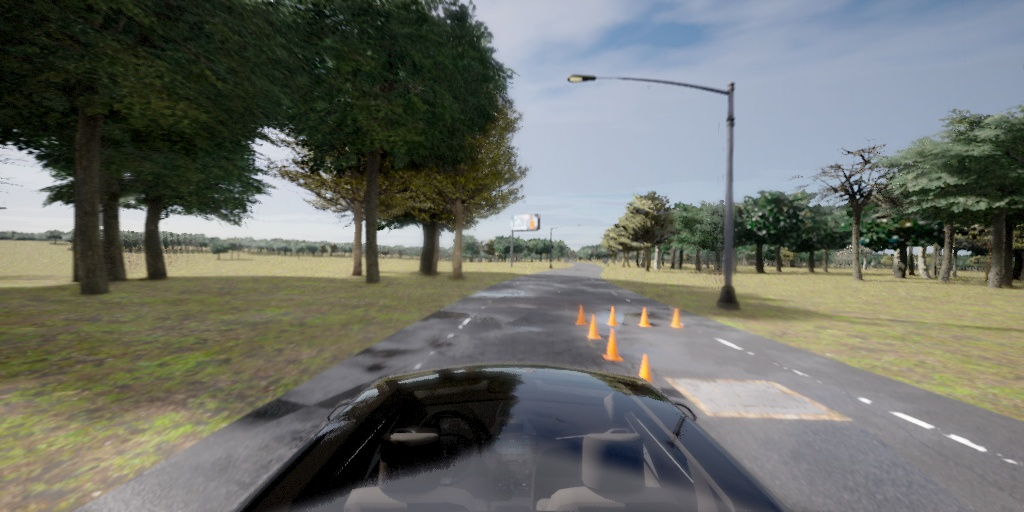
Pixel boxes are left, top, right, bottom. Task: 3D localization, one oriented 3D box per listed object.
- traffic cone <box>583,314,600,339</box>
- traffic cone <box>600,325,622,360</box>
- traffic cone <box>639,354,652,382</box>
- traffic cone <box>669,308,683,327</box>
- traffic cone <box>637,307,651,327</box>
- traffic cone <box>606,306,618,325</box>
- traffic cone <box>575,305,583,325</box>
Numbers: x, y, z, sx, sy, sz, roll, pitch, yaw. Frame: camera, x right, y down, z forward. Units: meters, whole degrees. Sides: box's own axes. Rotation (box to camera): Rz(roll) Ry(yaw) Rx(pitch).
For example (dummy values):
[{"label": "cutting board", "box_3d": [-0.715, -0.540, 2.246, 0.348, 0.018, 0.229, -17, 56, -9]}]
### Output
[{"label": "traffic cone", "box_3d": [2.139, 1.845, 9.440, 0.340, 0.580, 0.340, 0, 0, 2]}, {"label": "traffic cone", "box_3d": [2.078, 1.819, 7.442, 0.340, 0.580, 0.340, 0, 0, 2]}, {"label": "traffic cone", "box_3d": [2.017, 1.794, 5.443, 0.340, 0.580, 0.340, 0, 0, 2]}, {"label": "traffic cone", "box_3d": [5.198, 1.937, 11.346, 0.340, 0.580, 0.340, 0, 0, 2]}, {"label": "traffic cone", "box_3d": [4.199, 1.915, 11.377, 0.340, 0.580, 0.340, 0, 0, 2]}, {"label": "traffic cone", "box_3d": [3.200, 1.893, 11.408, 0.340, 0.580, 0.340, 0, 0, 2]}, {"label": "traffic cone", "box_3d": [2.201, 1.871, 11.440, 0.340, 0.580, 0.340, 0, 0, 2]}]
